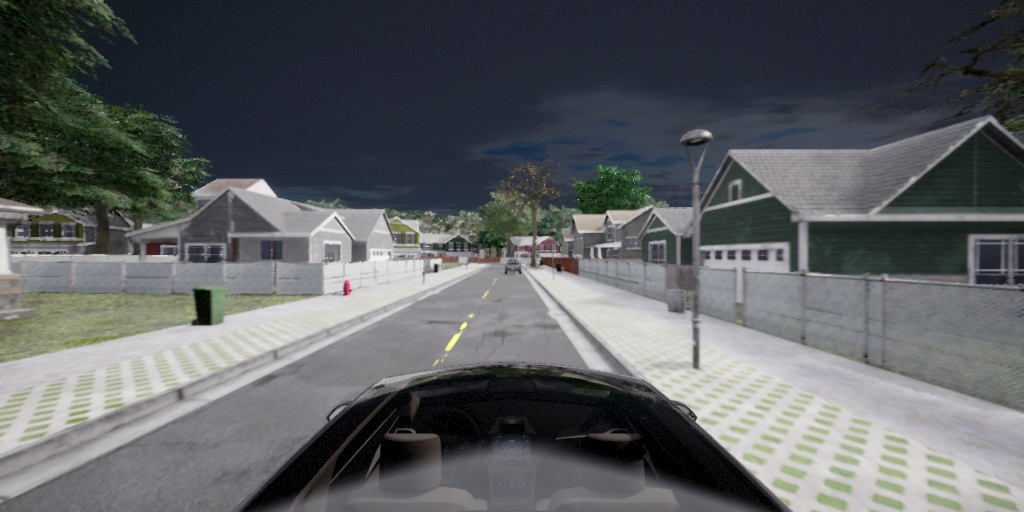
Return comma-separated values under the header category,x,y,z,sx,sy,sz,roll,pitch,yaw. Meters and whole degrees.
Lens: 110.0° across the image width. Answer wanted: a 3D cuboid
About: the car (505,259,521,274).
category,x,y,z,sx,sy,sz,roll,pitch,yaw
car,0.117,1.222,41.345,2.128,1.511,4.902,0,0,0
